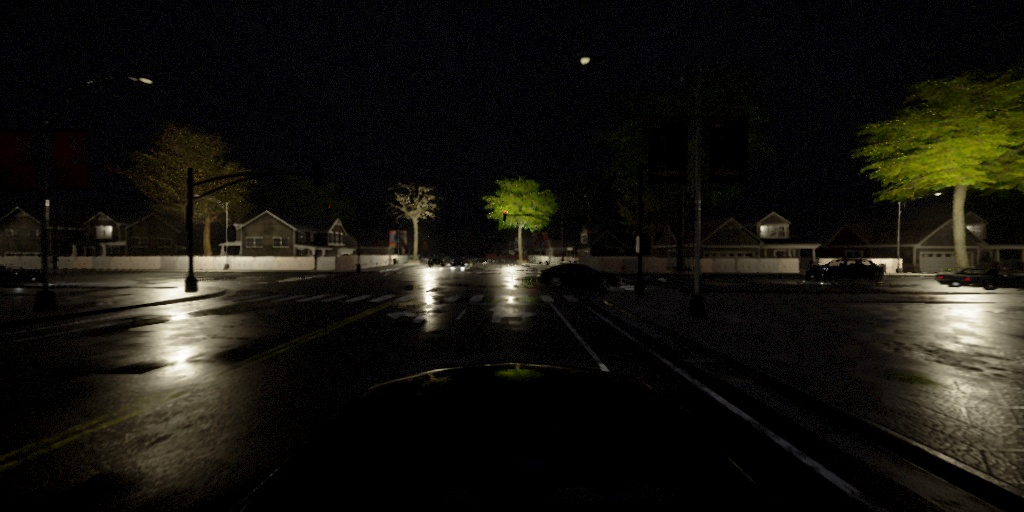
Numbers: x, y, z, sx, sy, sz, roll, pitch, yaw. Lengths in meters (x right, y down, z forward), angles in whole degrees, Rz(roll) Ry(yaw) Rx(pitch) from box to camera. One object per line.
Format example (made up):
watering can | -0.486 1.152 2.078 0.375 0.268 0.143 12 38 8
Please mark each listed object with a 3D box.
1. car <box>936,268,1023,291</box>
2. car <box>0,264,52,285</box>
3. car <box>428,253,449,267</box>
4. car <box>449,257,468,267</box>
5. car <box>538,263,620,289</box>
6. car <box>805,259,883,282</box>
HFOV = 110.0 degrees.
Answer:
car | 27.890 1.334 20.668 4.718 1.301 1.895 0 1 2
car | -33.178 1.166 23.300 4.718 1.301 1.895 0 1 2
car | -11.400 0.618 54.710 2.150 2.045 5.566 0 0 -4
car | -8.166 0.897 54.945 1.837 1.490 4.892 0 0 -4
car | 4.005 1.203 21.699 4.892 1.490 1.837 0 0 2
car | 25.220 1.013 27.382 4.553 1.767 2.097 0 1 2
